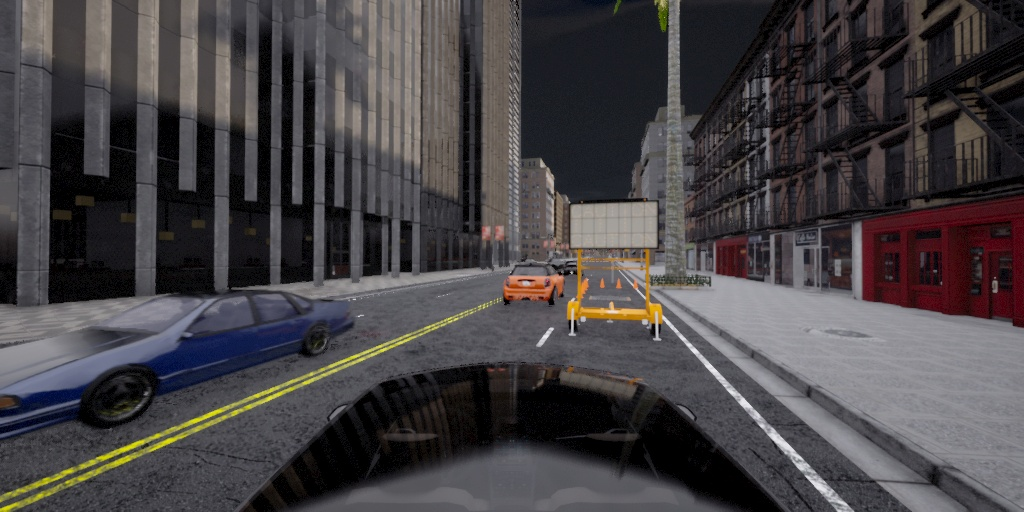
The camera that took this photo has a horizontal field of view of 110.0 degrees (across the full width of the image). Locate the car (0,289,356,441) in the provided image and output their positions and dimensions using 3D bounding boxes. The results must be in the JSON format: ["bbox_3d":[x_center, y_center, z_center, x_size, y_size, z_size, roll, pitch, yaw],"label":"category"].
[{"bbox_3d":[-5.038,1.297,6.049,2.033,1.411,5.357,0,0,14],"label":"car"}]

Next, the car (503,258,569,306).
[{"bbox_3d":[1.114,1.105,15.977,2.097,1.767,4.553,0,0,15],"label":"car"}]

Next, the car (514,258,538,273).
[{"bbox_3d":[1.829,1.098,45.273,2.097,1.767,4.553,0,0,15],"label":"car"}]

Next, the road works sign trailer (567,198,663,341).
[{"bbox_3d":[2.833,0.217,10.105,2.380,3.560,2.880,0,0,15],"label":"road works sign trailer"}]

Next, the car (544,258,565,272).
[{"bbox_3d":[5.597,1.096,46.838,2.097,1.767,4.553,0,0,15],"label":"car"}]

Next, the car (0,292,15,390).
[{"bbox_3d":[-9.048,1.274,3.442,1.812,1.442,4.674,0,0,14],"label":"car"}]

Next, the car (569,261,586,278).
[{"bbox_3d":[6.005,1.255,34.746,1.837,1.490,4.892,0,0,15],"label":"car"}]
